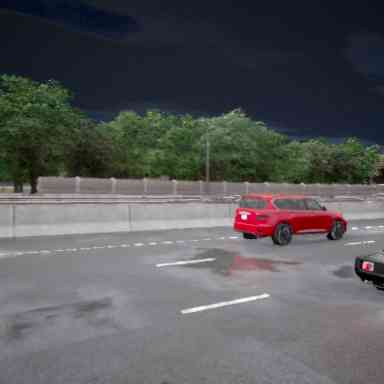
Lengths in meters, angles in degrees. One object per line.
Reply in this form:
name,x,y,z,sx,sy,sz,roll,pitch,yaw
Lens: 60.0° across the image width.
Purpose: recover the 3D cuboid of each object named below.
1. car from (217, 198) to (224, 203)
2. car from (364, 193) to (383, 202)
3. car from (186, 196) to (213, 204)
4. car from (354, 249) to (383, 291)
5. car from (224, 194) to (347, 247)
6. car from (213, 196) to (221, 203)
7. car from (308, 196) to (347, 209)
car,4.760,1.381,27.288,4.718,1.301,1.895,1,1,-30
car,20.250,1.313,36.436,4.553,1.767,2.097,1,1,-30
car,1.609,1.146,33.548,4.902,1.511,2.128,1,1,-30
car,5.933,1.618,7.561,4.718,1.301,1.895,1,1,-30
car,4.409,1.131,14.774,5.566,2.045,2.150,1,1,-30
car,4.814,1.214,31.374,5.008,1.535,1.882,1,1,-30
car,17.509,1.333,42.937,4.902,1.511,2.128,1,1,-30
